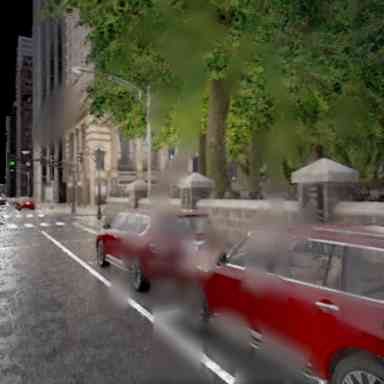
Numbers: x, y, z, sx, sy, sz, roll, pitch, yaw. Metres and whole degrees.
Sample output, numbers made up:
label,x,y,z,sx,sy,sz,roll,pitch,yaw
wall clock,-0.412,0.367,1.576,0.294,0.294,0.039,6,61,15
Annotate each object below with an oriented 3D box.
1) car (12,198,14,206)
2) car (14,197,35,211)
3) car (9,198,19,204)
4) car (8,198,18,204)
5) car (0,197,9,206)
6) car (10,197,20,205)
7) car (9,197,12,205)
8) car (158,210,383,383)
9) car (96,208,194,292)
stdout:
label,x,y,z,sx,sy,sz,roll,pitch,yaw
car,-25.846,1.692,51.077,2.192,1.841,5.009,0,0,-31
car,-23.082,1.650,46.391,2.192,1.841,5.009,0,0,-31
car,-42.430,2.215,79.192,1.802,1.307,4.206,0,0,-31
car,-45.194,2.221,83.878,1.887,1.381,4.507,0,0,-31
car,-38.241,2.018,66.652,1.882,1.535,5.008,0,0,-31
car,-39.666,2.030,74.507,1.967,1.590,4.097,0,0,-31
car,-34.137,2.055,65.134,2.008,1.369,4.403,0,0,-31
car,1.646,1.319,4.474,2.192,1.841,5.009,0,0,-31
car,-1.160,1.357,9.232,2.192,1.841,5.009,0,0,-31
